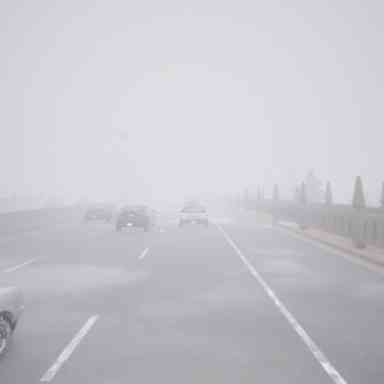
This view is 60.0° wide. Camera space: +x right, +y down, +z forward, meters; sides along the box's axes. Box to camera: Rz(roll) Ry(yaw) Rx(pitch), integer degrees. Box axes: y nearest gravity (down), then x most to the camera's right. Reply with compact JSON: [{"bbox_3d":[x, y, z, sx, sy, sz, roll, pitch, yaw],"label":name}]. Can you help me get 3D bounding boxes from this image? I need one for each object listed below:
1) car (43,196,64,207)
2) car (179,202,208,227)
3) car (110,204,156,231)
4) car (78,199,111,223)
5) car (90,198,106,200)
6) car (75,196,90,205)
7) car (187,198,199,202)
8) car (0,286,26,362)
[{"bbox_3d":[-21.619,1.465,51.936,2.097,1.767,4.553,0,0,-5],"label":"car"},{"bbox_3d":[0.100,1.624,23.178,1.895,1.301,4.718,0,0,0],"label":"car"},{"bbox_3d":[-3.401,1.522,20.545,1.837,1.490,4.892,0,0,0],"label":"car"},{"bbox_3d":[-6.902,1.553,25.702,1.812,1.442,4.674,0,0,0],"label":"car"},{"bbox_3d":[-14.793,1.645,54.116,1.812,1.442,4.674,0,0,-6],"label":"car"},{"bbox_3d":[-18.820,1.492,57.769,2.097,1.767,4.553,0,0,-9],"label":"car"},{"bbox_3d":[0.077,1.574,41.307,1.837,1.490,4.892,0,0,-1],"label":"car"},{"bbox_3d":[-3.400,1.601,2.819,1.895,1.301,4.718,0,0,0],"label":"car"}]
